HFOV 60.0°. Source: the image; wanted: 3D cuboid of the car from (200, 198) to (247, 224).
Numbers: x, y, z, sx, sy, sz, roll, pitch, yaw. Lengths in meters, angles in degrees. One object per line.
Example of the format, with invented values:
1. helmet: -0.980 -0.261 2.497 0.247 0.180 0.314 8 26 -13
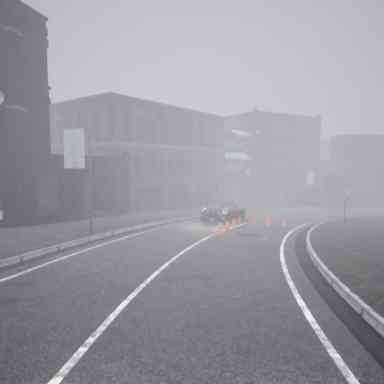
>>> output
1. car: 2.355 1.247 23.956 2.097 1.767 4.553 2 1 28

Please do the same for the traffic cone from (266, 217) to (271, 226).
1. traffic cone: 5.160 1.965 22.450 0.340 0.580 0.340 2 1 17

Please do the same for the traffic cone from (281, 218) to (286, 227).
1. traffic cone: 6.112 2.002 22.154 0.340 0.580 0.340 2 1 17
